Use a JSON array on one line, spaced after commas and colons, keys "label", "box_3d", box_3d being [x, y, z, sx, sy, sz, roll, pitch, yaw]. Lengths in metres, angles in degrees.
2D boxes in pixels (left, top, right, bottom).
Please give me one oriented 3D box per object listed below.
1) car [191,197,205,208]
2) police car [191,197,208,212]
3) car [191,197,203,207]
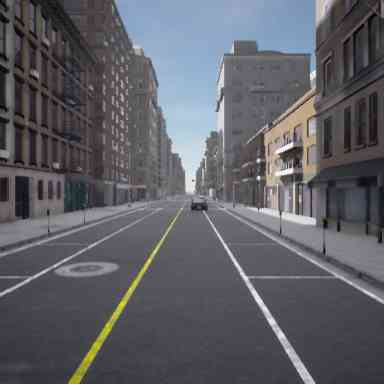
[{"label": "car", "box_3d": [0.825, 1.532, 48.944, 1.882, 1.535, 5.008, 0, 0, 0]}, {"label": "police car", "box_3d": [0.825, 1.458, 39.054, 1.930, 1.638, 5.238, 0, 0, 0]}, {"label": "car", "box_3d": [0.825, 1.550, 54.944, 1.882, 1.535, 5.008, 0, 0, 0]}]
